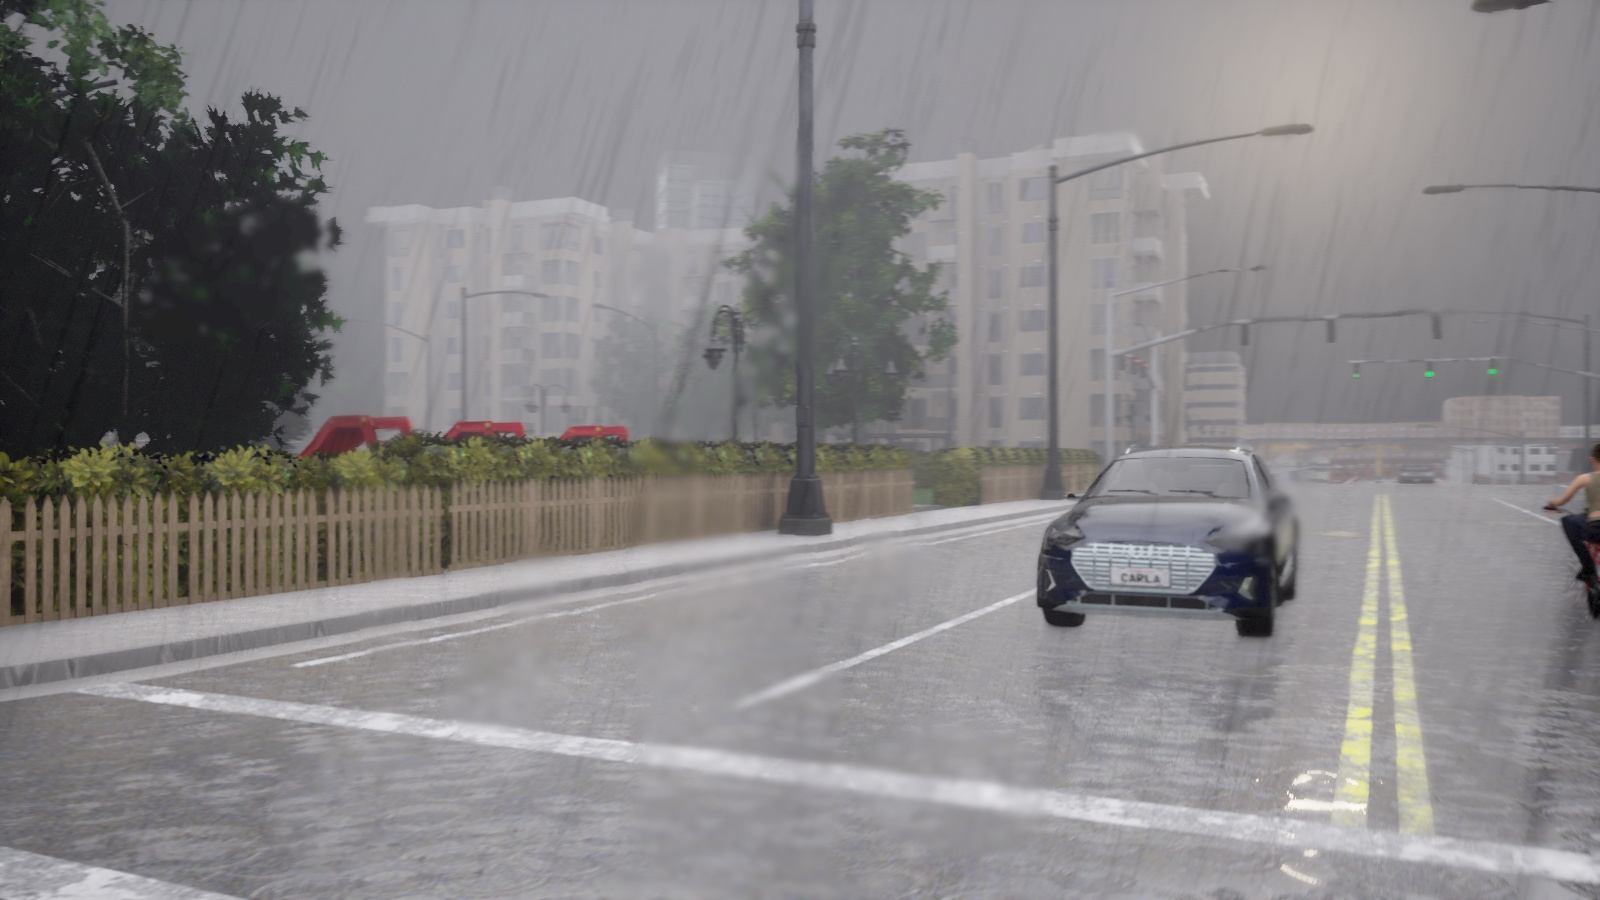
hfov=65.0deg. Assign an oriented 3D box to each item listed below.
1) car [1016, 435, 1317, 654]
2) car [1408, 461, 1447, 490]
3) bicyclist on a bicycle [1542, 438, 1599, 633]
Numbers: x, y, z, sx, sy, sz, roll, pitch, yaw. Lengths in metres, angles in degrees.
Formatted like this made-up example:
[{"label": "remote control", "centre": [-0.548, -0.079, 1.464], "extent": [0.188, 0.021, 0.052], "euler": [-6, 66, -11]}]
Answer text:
[{"label": "car", "centre": [3.732, 0.723, 12.065], "extent": [2.033, 1.649, 4.856], "euler": [0, 0, 25]}, {"label": "car", "centre": [35.412, 1.465, 70.933], "extent": [1.895, 1.301, 4.718], "euler": [0, -5, 25]}, {"label": "bicyclist on a bicycle", "centre": [7.099, 0.711, 11.021], "extent": [0.866, 1.612, 1.509], "euler": [0, 0, 26]}]
